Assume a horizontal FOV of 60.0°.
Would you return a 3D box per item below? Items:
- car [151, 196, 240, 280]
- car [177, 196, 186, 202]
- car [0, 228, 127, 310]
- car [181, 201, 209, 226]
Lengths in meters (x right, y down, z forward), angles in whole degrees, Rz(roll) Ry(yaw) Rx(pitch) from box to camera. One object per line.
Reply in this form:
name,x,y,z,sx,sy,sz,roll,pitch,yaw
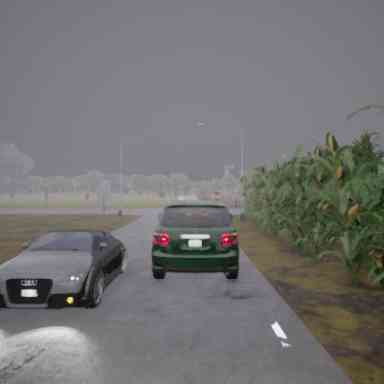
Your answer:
car,0.118,1.225,10.053,2.150,2.045,5.566,0,0,1
car,-2.372,1.649,77.725,1.812,1.442,4.674,0,0,0
car,-2.814,1.565,7.755,1.994,1.385,4.181,0,0,0
car,0.200,1.500,24.651,1.882,1.535,5.008,0,0,0
